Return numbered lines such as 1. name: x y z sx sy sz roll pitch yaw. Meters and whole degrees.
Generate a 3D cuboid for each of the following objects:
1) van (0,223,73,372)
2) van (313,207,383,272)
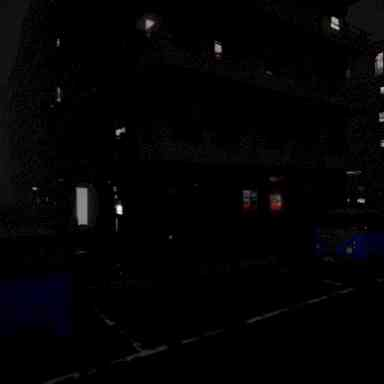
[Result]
1. van: -3.554 1.339 4.042 3.998 1.788 1.690 0 -1 -35
2. van: 5.532 1.369 10.526 3.998 1.788 1.690 0 -1 -36
